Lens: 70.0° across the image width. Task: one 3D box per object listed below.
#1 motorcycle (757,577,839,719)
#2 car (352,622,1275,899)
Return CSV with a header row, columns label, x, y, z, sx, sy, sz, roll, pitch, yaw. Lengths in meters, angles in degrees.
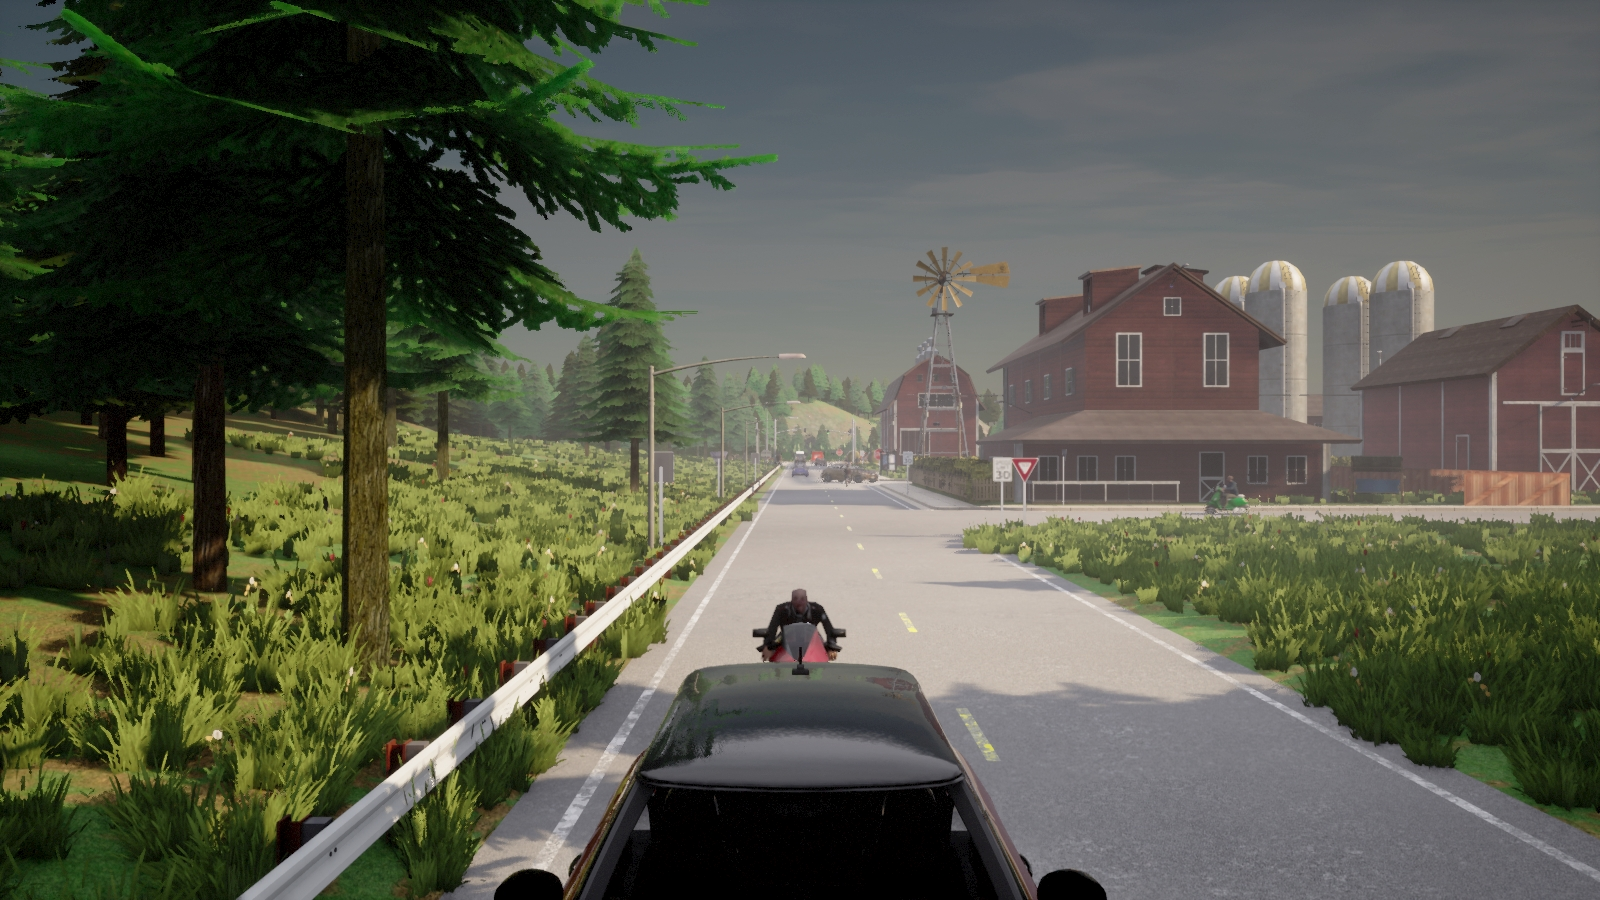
label,x,y,z,sx,sy,sz,roll,pitch,yaw
motorcycle,-0.021,2.205,13.138,0.867,1.251,2.209,0,0,0
car,0.033,1.906,4.501,2.097,1.767,4.553,0,0,0
